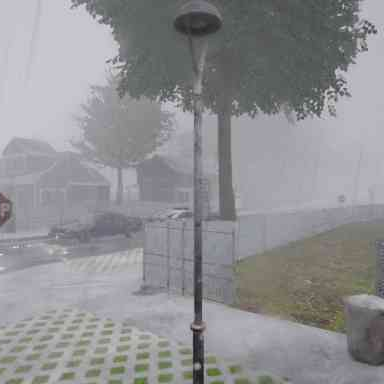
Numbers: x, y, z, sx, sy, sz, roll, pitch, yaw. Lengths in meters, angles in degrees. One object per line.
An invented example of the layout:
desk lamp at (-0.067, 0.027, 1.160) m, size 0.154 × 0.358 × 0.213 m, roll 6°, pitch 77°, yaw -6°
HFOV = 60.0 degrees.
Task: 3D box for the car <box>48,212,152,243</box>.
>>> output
car at (-4.943, 1.792, 18.146) m, size 2.033 × 1.411 × 5.357 m, roll 0°, pitch 0°, yaw 36°

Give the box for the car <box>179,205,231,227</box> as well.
car at (1.132, 1.859, 26.479) m, size 1.812 × 1.442 × 4.674 m, roll 0°, pitch 0°, yaw 36°

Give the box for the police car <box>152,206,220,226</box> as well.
police car at (-0.560, 1.719, 19.328) m, size 1.930 × 1.638 × 5.238 m, roll 0°, pitch 0°, yaw 36°
